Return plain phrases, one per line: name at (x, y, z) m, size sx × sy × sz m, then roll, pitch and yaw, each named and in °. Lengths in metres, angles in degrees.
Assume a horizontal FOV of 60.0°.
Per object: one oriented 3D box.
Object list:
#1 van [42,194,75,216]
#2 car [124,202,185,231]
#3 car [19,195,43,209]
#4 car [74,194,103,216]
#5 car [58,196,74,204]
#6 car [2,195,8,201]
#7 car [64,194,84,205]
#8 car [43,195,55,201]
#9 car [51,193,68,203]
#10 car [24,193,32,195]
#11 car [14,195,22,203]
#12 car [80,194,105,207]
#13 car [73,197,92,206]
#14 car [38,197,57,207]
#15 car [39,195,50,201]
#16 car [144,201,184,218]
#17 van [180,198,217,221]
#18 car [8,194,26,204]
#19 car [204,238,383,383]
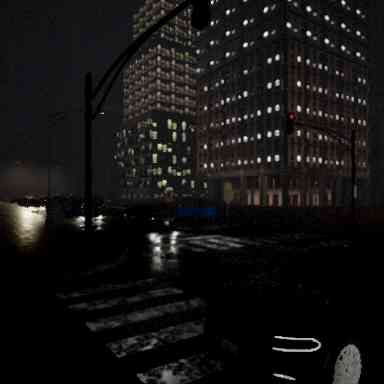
van at (-12.873, 1.350, 32.004) m, size 1.690 × 1.788 × 3.998 m, roll 1°, pitch 0°, yaw -34°
car at (-2.825, 1.555, 21.622) m, size 2.128 × 1.511 × 4.902 m, roll 0°, pitch 0°, yaw -34°
car at (-22.110, 1.520, 45.819) m, size 1.947 × 1.339 × 4.313 m, roll 1°, pitch 0°, yaw -34°
car at (-10.669, 1.369, 33.362) m, size 2.097 × 1.767 × 4.553 m, roll 0°, pitch 0°, yaw -34°
car at (-24.378, 1.494, 64.293) m, size 1.947 × 1.339 × 4.313 m, roll 1°, pitch 0°, yaw -34°
car at (-43.657, 1.404, 78.056) m, size 1.802 × 1.307 × 4.206 m, roll 1°, pitch 0°, yaw -34°
car at (-21.298, 1.261, 59.688) m, size 2.192 × 1.841 × 5.009 m, roll 1°, pitch 0°, yaw -34°
car at (-33.612, 1.422, 78.109) m, size 2.008 × 1.369 × 4.403 m, roll 1°, pitch 0°, yaw -34°
car at (-27.454, 1.224, 68.899) m, size 2.192 × 1.841 × 5.009 m, roll 1°, pitch 0°, yaw -34°
car at (-40.697, 1.350, 83.862) m, size 1.812 × 1.442 × 4.674 m, roll 0°, pitch 0°, yaw -34°
car at (-25.188, 1.486, 50.424) m, size 2.008 × 1.369 × 4.403 m, roll 1°, pitch 0°, yaw -34°
car at (-15.141, 1.299, 50.477) m, size 2.192 × 1.841 × 5.009 m, roll 1°, pitch 0°, yaw -34°
car at (-18.221, 1.510, 55.082) m, size 1.887 × 1.381 × 4.507 m, roll 1°, pitch 0°, yaw -34°
car at (-21.828, 1.476, 50.229) m, size 1.837 × 1.490 × 4.892 m, roll 0°, pitch 0°, yaw -34°
car at (-36.784, 1.377, 82.855) m, size 1.752 × 1.417 × 4.829 m, roll 1°, pitch 0°, yaw -34°
car at (-2.812, 1.601, 32.071) m, size 1.887 × 1.381 × 4.507 m, roll 1°, pitch 0°, yaw -34°
van at (0.342, 1.416, 27.517) m, size 1.690 × 1.788 × 3.998 m, roll 1°, pitch 0°, yaw -34°
car at (-31.344, 1.480, 59.635) m, size 1.802 × 1.307 × 4.206 m, roll 1°, pitch 0°, yaw -34°
car at (2.480, 1.547, 5.286) m, size 5.008 × 1.535 × 1.882 m, roll 1°, pitch 0°, yaw -35°
